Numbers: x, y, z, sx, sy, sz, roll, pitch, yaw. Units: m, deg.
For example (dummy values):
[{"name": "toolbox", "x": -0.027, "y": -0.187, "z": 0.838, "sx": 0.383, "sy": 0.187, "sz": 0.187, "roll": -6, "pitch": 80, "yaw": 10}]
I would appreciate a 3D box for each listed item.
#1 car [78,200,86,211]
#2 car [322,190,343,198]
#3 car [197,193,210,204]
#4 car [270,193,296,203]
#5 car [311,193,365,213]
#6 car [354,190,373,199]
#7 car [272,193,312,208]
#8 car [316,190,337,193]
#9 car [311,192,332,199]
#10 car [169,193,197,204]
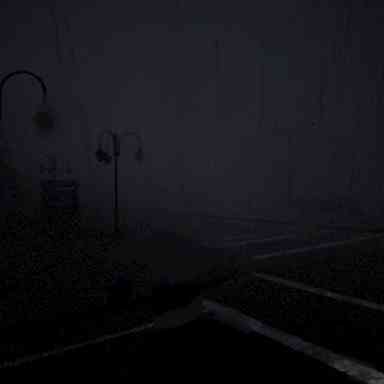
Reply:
[{"name": "car", "x": -13.647, "y": 1.458, "z": 37.628, "sx": 2.033, "sy": 1.411, "sz": 5.357, "roll": -1, "pitch": 0, "yaw": -36}, {"name": "car", "x": 31.611, "y": 0.408, "z": 74.808, "sx": 1.905, "sy": 1.878, "sz": 3.866, "roll": -1, "pitch": 0, "yaw": -36}, {"name": "car", "x": 0.690, "y": 1.034, "z": 53.449, "sx": 2.152, "sy": 1.636, "sz": 5.027, "roll": -1, "pitch": 0, "yaw": -36}, {"name": "car", "x": 14.789, "y": 0.906, "z": 54.077, "sx": 1.845, "sy": 1.501, "sz": 3.633, "roll": -1, "pitch": 0, "yaw": -36}, {"name": "car", "x": 13.288, "y": 1.108, "z": 30.393, "sx": 1.845, "sy": 1.501, "sz": 3.633, "roll": -1, "pitch": 0, "yaw": -36}, {"name": "car", "x": 33.503, "y": 0.461, "z": 66.494, "sx": 1.932, "sy": 1.855, "sz": 4.605, "roll": -1, "pitch": 0, "yaw": -36}, {"name": "car", "x": 11.406, "y": 1.089, "z": 38.166, "sx": 1.970, "sy": 1.475, "sz": 3.806, "roll": -1, "pitch": 0, "yaw": -36}, {"name": "car", "x": 22.950, "y": 0.785, "z": 59.844, "sx": 2.007, "sy": 1.523, "sz": 4.514, "roll": -1, "pitch": 0, "yaw": -36}, {"name": "car", "x": 28.552, "y": 0.725, "z": 73.378, "sx": 1.970, "sy": 1.475, "sz": 3.806, "roll": -1, "pitch": 0, "yaw": -36}, {"name": "car", "x": -1.834, "y": 1.074, "z": 51.585, "sx": 2.007, "sy": 1.523, "sz": 4.514, "roll": -1, "pitch": 0, "yaw": -36}]
